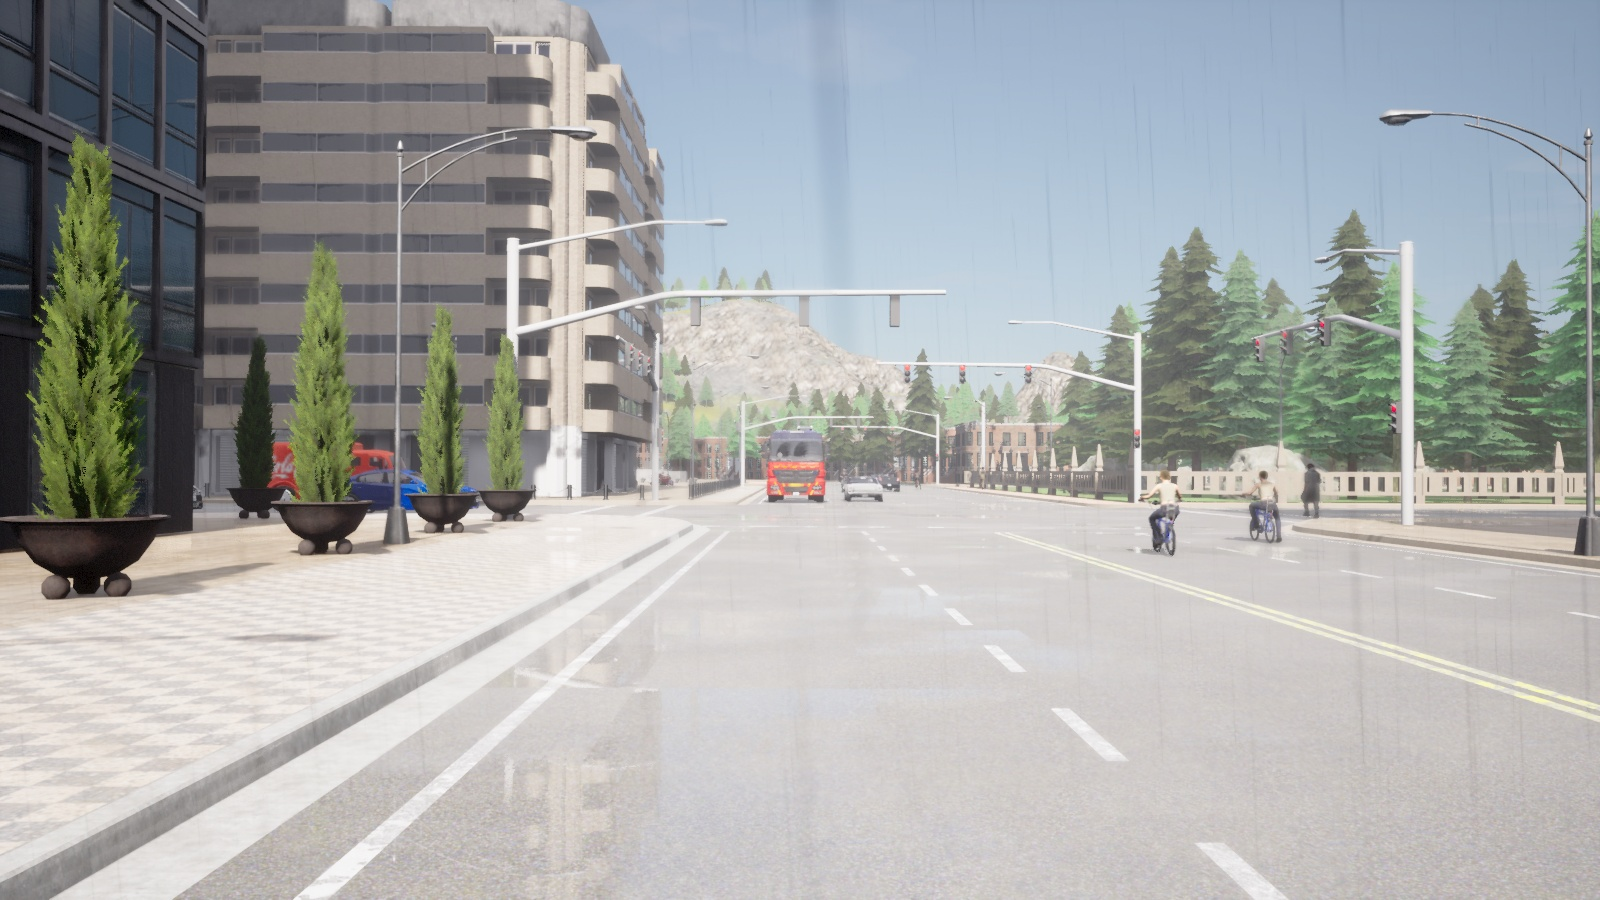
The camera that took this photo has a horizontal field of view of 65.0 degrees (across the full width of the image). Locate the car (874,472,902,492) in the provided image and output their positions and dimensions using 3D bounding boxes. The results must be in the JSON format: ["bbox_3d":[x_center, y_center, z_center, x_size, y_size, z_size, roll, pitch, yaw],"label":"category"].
[{"bbox_3d":[6.723,2.405,96.060,1.845,1.501,3.633,0,-1,0],"label":"car"}]

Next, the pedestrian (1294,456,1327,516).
[{"bbox_3d":[16.940,1.181,41.683,0.659,1.952,0.873,0,-1,-9],"label":"pedestrian"}]

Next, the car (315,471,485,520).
[{"bbox_3d":[-13.090,1.479,41.322,5.008,1.535,1.882,0,-1,0],"label":"car"}]

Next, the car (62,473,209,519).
[{"bbox_3d":[-21.819,1.502,41.343,3.806,1.475,1.970,0,-1,0],"label":"car"}]

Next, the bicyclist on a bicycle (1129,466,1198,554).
[{"bbox_3d":[6.925,1.123,23.969,0.866,1.612,1.509,0,-1,0],"label":"bicyclist on a bicycle"}]

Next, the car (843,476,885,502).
[{"bbox_3d":[3.311,1.997,65.610,1.895,1.301,4.718,0,-1,0],"label":"car"}]

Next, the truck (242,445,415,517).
[{"bbox_3d":[-16.747,1.088,44.838,5.204,2.467,2.627,0,-1,0],"label":"truck"}]

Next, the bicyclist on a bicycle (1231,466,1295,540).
[{"bbox_3d":[10.412,1.181,28.271,0.866,1.612,1.509,0,-1,0],"label":"bicyclist on a bicycle"}]

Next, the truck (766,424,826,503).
[{"bbox_3d":[-0.192,0.733,64.807,2.891,3.827,8.468,0,-1,0],"label":"truck"}]
